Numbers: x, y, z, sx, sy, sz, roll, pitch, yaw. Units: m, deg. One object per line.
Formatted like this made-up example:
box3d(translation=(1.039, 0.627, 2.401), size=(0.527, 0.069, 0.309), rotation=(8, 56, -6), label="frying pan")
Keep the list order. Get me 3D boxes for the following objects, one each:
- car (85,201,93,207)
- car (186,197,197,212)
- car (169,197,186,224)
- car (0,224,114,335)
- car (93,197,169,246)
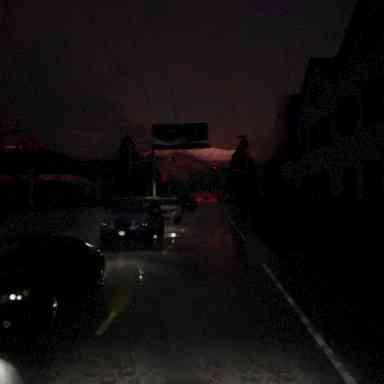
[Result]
box3d(translation=(-18.426, 2.195, 64.714), size=(4.611, 1.667, 2.242), rotation=(0, 0, 3), label="car")
box3d(translation=(-1.971, 1.719, 45.776), size=(5.566, 2.045, 2.150), rotation=(-1, -2, 36), label="car")
box3d(translation=(-2.013, 1.446, 27.034), size=(2.150, 2.045, 5.566), rotation=(0, 0, 3), label="car")
box3d(translation=(-3.280, 1.619, 6.845), size=(1.994, 1.385, 4.181), rotation=(0, -1, 3), label="car")
box3d(translation=(-2.710, 1.356, 16.336), size=(2.150, 2.045, 5.566), rotation=(0, 0, 3), label="car")
